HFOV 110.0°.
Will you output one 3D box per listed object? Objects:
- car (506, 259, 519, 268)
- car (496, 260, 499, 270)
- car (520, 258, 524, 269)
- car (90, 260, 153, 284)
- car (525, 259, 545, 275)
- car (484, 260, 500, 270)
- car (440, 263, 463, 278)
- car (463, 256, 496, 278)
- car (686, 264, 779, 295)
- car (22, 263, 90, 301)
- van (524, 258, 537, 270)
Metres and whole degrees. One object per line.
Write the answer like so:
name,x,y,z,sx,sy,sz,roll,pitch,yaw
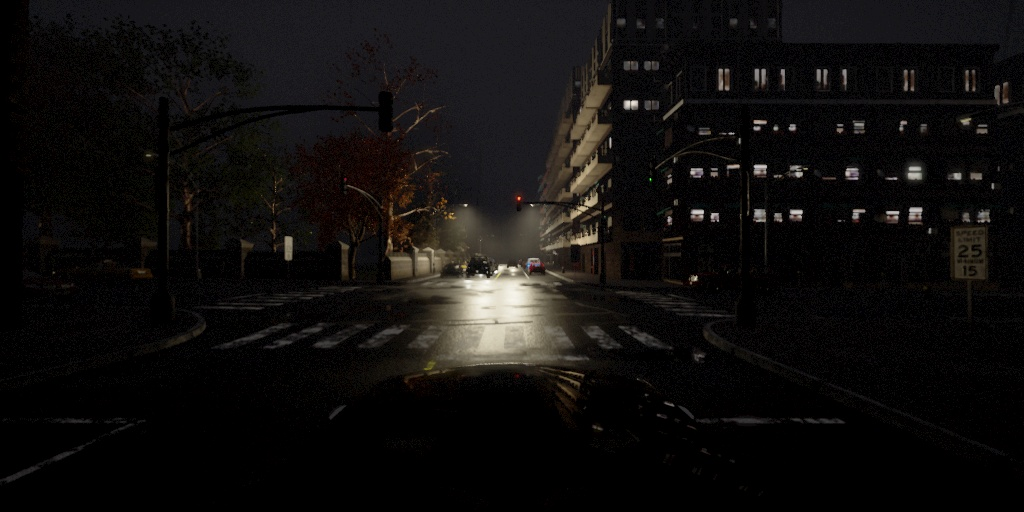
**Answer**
car,0.061,1.398,62.629,1.837,1.490,4.892,0,0,0
car,-3.054,1.388,44.875,2.033,1.411,5.357,0,0,0
car,2.746,1.314,56.846,1.967,1.591,4.097,0,0,0
car,-24.723,0.913,21.649,4.829,1.417,1.751,0,0,0
car,2.729,1.373,39.956,1.888,1.381,4.507,0,0,0
car,-3.036,1.361,54.974,2.128,1.511,4.902,0,0,0
car,-5.657,1.380,34.334,1.948,1.339,4.313,0,0,0
car,-3.053,1.037,34.624,2.150,2.045,5.566,0,0,1
car,13.469,1.384,21.973,5.009,1.841,2.192,0,0,0
car,-18.951,1.025,13.317,4.207,1.307,1.802,0,0,0
van,2.735,1.183,45.586,1.690,1.789,3.998,0,0,0
